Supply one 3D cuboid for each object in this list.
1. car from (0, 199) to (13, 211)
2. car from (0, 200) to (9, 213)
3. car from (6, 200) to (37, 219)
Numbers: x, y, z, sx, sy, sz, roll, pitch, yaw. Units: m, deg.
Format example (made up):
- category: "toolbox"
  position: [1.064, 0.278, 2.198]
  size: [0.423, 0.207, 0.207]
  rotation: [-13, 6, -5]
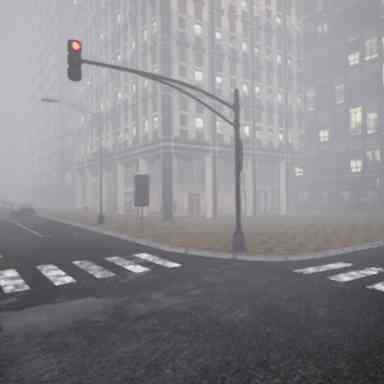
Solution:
- category: "car"
  position: [-24.351, 1.631, 42.523]
  size: [1.947, 1.339, 4.313]
  rotation: [1, -1, -35]
- category: "car"
  position: [-21.211, 1.582, 38.121]
  size: [1.752, 1.417, 4.829]
  rotation: [1, -1, -35]
- category: "car"
  position: [-14.637, 1.622, 28.899]
  size: [1.802, 1.307, 4.206]
  rotation: [1, -1, -35]
